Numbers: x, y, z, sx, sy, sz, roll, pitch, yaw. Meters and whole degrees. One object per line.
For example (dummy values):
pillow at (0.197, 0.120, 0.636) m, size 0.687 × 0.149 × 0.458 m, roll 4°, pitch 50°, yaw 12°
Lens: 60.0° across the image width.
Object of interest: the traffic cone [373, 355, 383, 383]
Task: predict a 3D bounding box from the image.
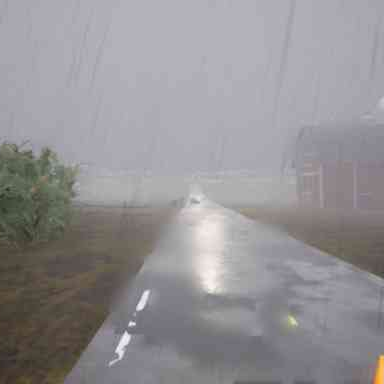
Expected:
traffic cone at (1.941, 1.964, 3.393) m, size 0.340 × 0.580 × 0.340 m, roll 0°, pitch 0°, yaw 0°

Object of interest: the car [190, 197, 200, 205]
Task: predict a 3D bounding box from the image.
car at (0.545, 1.737, 65.656) m, size 2.033 × 1.411 × 5.357 m, roll 0°, pitch 0°, yaw 0°
